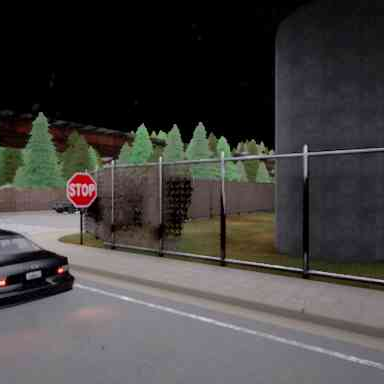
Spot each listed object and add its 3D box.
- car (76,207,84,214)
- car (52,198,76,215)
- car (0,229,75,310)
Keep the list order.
[{"bbox_3d":[-8.705,1.339,33.020,2.097,1.767,4.553,0,0,36],"label":"car"},{"bbox_3d":[-11.691,1.205,34.865,2.150,2.045,5.566,0,0,36],"label":"car"},{"bbox_3d":[-4.883,1.543,7.445,5.357,1.411,2.033,0,0,36],"label":"car"}]
